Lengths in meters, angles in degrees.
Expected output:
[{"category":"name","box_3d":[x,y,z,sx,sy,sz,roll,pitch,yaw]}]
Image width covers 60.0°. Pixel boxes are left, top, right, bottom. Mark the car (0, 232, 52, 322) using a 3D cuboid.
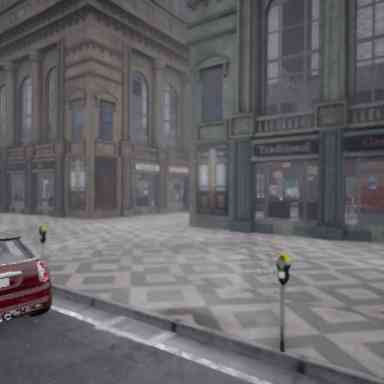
[{"category":"car","box_3d":[-4.462,1.395,6.140,4.097,1.590,1.967,0,0,35]}]
